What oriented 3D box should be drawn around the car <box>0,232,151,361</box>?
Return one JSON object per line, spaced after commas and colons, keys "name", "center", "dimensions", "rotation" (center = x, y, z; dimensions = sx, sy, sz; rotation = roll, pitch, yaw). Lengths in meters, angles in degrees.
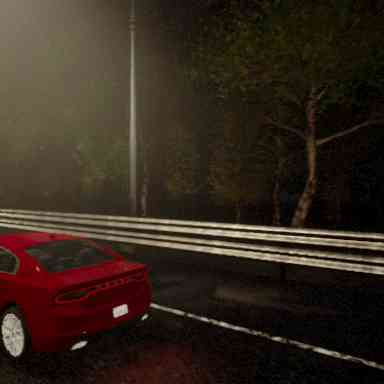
{"name": "car", "center": [-2.992, 1.473, 6.007], "dimensions": [5.008, 1.535, 1.882], "rotation": [0, 0, 36]}
